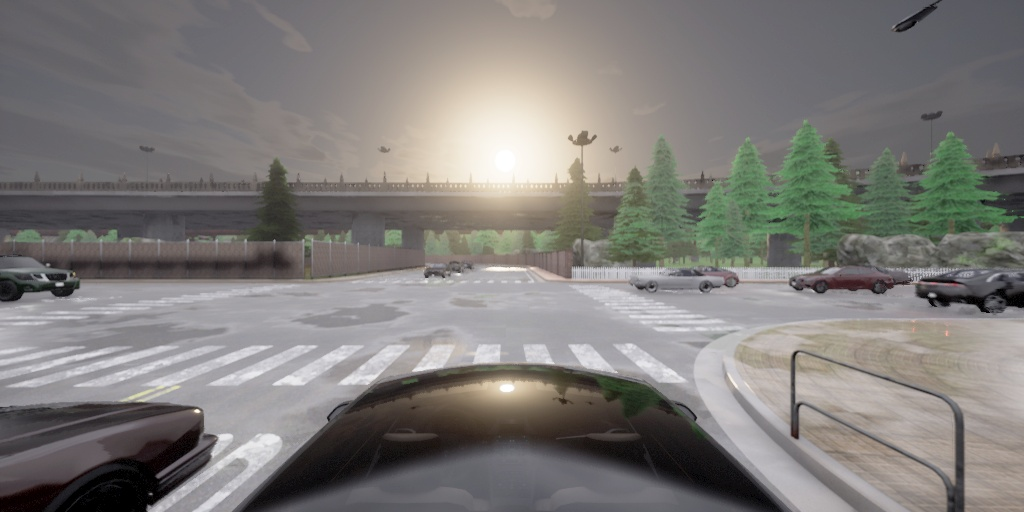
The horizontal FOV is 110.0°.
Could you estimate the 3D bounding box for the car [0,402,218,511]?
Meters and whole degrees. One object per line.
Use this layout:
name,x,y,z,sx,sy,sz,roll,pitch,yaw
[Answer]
car,-3.412,1.294,0.516,2.033,1.411,5.357,0,0,0

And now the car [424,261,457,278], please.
car,-7.089,1.385,34.865,2.033,1.411,5.357,0,0,0

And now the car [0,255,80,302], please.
car,-23.411,0.955,16.362,5.566,2.045,2.150,0,0,0

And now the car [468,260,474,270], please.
car,-7.040,1.384,55.672,2.128,1.511,4.902,0,0,1

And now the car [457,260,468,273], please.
car,-7.086,1.369,44.755,1.837,1.490,4.892,0,0,0

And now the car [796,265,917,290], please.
car,21.613,1.298,22.757,5.357,1.411,2.033,0,0,9

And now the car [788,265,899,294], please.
car,17.937,1.268,19.644,4.674,1.442,1.812,0,0,5

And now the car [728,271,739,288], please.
car,12.339,1.316,23.369,4.181,1.385,1.994,0,0,2

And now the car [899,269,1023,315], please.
car,17.549,1.215,12.718,4.902,1.511,2.128,0,0,5

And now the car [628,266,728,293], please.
car,9.041,1.344,20.090,4.718,1.301,1.895,0,0,1
